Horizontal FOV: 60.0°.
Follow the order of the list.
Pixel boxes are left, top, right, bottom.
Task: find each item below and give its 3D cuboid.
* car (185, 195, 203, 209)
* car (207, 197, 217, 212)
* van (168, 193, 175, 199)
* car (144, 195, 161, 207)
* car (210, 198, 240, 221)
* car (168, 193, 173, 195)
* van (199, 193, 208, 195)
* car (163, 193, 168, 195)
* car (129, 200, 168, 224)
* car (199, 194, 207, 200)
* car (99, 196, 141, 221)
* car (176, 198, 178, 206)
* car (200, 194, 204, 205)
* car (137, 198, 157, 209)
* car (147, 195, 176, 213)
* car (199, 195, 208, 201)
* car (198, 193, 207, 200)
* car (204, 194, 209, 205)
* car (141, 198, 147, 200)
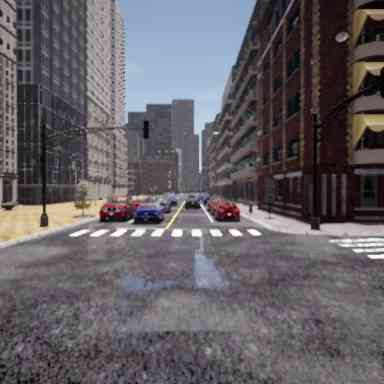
[{"bbox_3d":[0.089,1.422,43.712,1.994,1.385,4.181,0,0,0],"label":"car"},{"bbox_3d":[2.676,1.439,31.528,1.887,1.381,4.507,0,0,0],"label":"car"},{"bbox_3d":[-5.721,1.084,92.330,1.690,1.788,3.998,0,0,0],"label":"van"},{"bbox_3d":[-5.709,1.286,48.110,1.967,1.590,4.097,0,0,0],"label":"car"},{"bbox_3d":[2.678,1.456,26.001,1.887,1.381,4.507,0,0,0],"label":"car"},{"bbox_3d":[-5.714,1.336,70.220,1.887,1.381,4.507,0,0,0],"label":"car"},{"bbox_3d":[2.665,1.132,70.221,1.690,1.788,3.998,0,0,0],"label":"van"},{"bbox_3d":[-5.711,1.344,58.995,1.752,1.417,4.829,0,0,0],"label":"car"},{"bbox_3d":[-3.090,1.518,24.347,1.895,1.301,4.718,0,0,0],"label":"car"},{"bbox_3d":[2.664,1.316,81.277,2.008,1.369,4.403,0,0,0],"label":"car"},{"bbox_3d":[-5.704,1.227,25.999,2.192,1.841,5.009,0,0,0],"label":"car"},{"bbox_3d":[-3.075,1.443,49.326,1.895,1.301,4.718,0,0,0],"label":"car"},{"bbox_3d":[2.670,1.397,53.639,1.947,1.339,4.313,0,0,0],"label":"car"},{"bbox_3d":[-5.707,1.427,42.582,1.947,1.339,4.313,0,0,0],"label":"car"},{"bbox_3d":[-3.096,1.375,34.744,2.128,1.511,4.902,0,0,0],"label":"car"},{"bbox_3d":[2.665,1.322,75.750,1.887,1.381,4.507,0,0,0],"label":"car"},{"bbox_3d":[2.660,1.068,86.805,2.192,1.841,5.009,0,0,0],"label":"car"},{"bbox_3d":[2.674,1.317,37.055,1.967,1.590,4.097,0,0,0],"label":"car"},{"bbox_3d":[-5.705,1.422,37.054,1.887,1.381,4.507,0,0,0],"label":"car"}]
